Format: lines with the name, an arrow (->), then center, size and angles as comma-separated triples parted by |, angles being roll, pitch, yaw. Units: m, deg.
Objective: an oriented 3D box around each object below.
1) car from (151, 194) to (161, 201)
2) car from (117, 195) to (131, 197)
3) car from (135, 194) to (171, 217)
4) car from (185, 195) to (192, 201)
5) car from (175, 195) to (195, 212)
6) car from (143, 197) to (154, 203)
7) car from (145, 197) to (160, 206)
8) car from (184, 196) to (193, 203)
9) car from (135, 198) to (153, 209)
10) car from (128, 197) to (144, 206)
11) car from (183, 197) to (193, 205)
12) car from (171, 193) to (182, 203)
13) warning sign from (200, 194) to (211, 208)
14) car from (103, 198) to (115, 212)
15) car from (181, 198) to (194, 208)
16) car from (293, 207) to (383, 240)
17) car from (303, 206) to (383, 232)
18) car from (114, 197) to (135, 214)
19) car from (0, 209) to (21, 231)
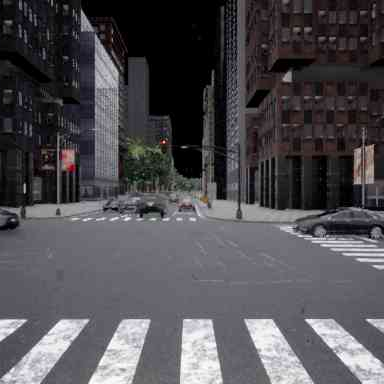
car -> -9.401, 1.449, 87.805 | 2.192, 1.841, 5.009 | 0, 0, 0
car -> -9.144, 1.335, 44.397 | 2.192, 1.841, 5.009 | 0, 0, 0
car -> -3.573, 1.216, 31.575 | 2.150, 2.045, 5.566 | -1, 0, 1
car -> -0.876, 1.574, 87.843 | 1.967, 1.590, 4.097 | 0, 0, 0
car -> -0.586, 1.448, 39.019 | 1.967, 1.590, 4.097 | 0, 0, 0
car -> -9.304, 1.669, 71.527 | 1.802, 1.307, 4.206 | 0, 0, 0
car -> -6.530, 1.551, 55.597 | 1.837, 1.490, 4.892 | 0, 0, 0
car -> -0.780, 1.613, 71.738 | 1.752, 1.417, 4.829 | 0, 0, 0
car -> -6.490, 1.587, 45.404 | 1.994, 1.385, 4.181 | 0, 0, -1
car -> -9.206, 1.570, 55.079 | 1.752, 1.417, 4.829 | 0, 0, 0
car -> -0.715, 1.603, 60.718 | 1.887, 1.381, 4.507 | 0, 0, 0
car -> -3.503, 1.423, 65.557 | 2.097, 1.767, 4.553 | 0, 0, 0
warning sign -> 1.703, 1.132, 42.703 | 1.300, 1.860, 1.060 | 0, 0, 0
car -> -9.111, 1.574, 38.971 | 1.947, 1.339, 4.313 | 0, 0, 0
car -> -0.650, 1.615, 49.868 | 1.802, 1.307, 4.206 | 0, 0, 0
car -> 7.919, 1.643, 17.681 | 4.892, 1.490, 1.837 | 1, 0, 0
car -> 9.690, 1.685, 21.079 | 4.674, 1.442, 1.812 | 1, 0, 2
car -> -6.434, 1.548, 35.450 | 2.033, 1.411, 5.357 | 0, 0, -1
car -> -11.427, 1.426, 17.579 | 4.181, 1.385, 1.994 | 1, 0, 0
